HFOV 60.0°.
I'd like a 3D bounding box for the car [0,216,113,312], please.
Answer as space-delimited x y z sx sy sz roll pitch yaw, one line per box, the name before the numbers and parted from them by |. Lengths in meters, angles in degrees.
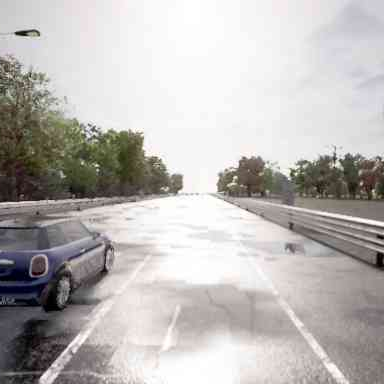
car | -3.386 1.352 7.886 2.097 1.767 4.553 0 0 2
